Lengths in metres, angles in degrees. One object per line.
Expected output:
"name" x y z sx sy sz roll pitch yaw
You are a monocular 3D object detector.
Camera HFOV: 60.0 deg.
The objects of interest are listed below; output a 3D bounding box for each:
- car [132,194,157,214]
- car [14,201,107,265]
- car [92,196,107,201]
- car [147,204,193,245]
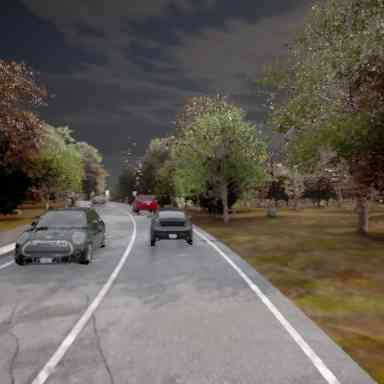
"car" -5.100 1.260 35.815 2.150 2.045 5.566 1 0 -16
"car" -4.326 1.355 11.650 2.097 1.767 4.553 0 0 -6
"car" -14.669 1.403 52.502 1.837 1.490 4.892 2 0 -20
"car" -1.060 1.531 15.844 1.837 1.490 4.892 1 0 -7
